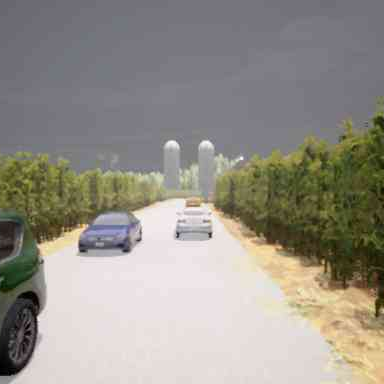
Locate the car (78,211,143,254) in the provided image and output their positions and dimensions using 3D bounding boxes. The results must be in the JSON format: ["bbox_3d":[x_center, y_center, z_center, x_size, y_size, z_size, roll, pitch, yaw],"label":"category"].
[{"bbox_3d":[-3.178,1.539,13.802,1.812,1.442,4.674,0,1,0],"label":"car"}]

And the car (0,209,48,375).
[{"bbox_3d":[-3.202,1.232,2.698,2.150,2.045,5.566,0,0,0],"label":"car"}]

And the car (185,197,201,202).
[{"bbox_3d":[0.122,1.331,41.293,1.882,1.535,5.008,0,-1,0],"label":"car"}]

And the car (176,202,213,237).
[{"bbox_3d":[0.108,1.519,17.911,1.812,1.442,4.674,0,1,0],"label":"car"}]
